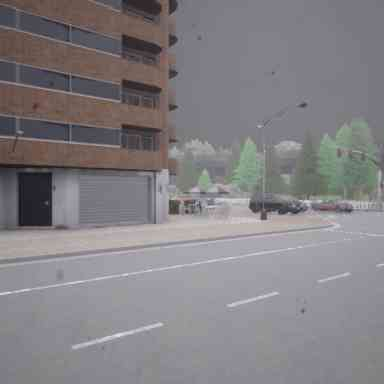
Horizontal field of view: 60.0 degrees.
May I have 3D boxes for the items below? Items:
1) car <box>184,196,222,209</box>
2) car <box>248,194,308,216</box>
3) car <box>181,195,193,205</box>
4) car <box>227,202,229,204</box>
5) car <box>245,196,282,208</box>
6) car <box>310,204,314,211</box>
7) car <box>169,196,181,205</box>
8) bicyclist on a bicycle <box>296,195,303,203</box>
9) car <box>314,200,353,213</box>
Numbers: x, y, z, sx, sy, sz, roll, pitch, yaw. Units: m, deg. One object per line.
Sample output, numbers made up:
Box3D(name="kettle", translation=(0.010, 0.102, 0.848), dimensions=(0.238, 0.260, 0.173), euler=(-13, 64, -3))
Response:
Box3D(name="car", translation=(1.310, 1.509, 41.659), dimensions=(1.994, 1.385, 4.181), euler=(0, 0, -38))
Box3D(name="car", translation=(8.075, 1.167, 32.595), dimensions=(2.150, 2.045, 5.566), euler=(0, 0, -36))
Box3D(name="car", translation=(-1.345, 1.296, 54.617), dimensions=(4.553, 1.767, 2.097), euler=(0, 0, 38))
Box3D(name="car", translation=(2.923, 1.545, 45.303), dimensions=(1.895, 1.301, 4.718), euler=(0, 0, -39))
Box3D(name="car", translation=(10.220, 1.436, 47.842), dimensions=(2.128, 1.511, 4.902), euler=(0, 0, -37))
Box3D(name="car", translation=(10.094, 1.450, 35.739), dimensions=(1.837, 1.490, 4.892), euler=(0, 0, -36))
Box3D(name="car", translation=(-4.817, 1.435, 52.598), dimensions=(4.902, 1.511, 2.128), euler=(0, 0, 32))
Box3D(name="bicyclist on a bicycle", translation=(15.323, 1.245, 47.313), dimensions=(1.656, 1.620, 0.582), euler=(0, 0, -36))
Box3D(name="car", translation=(14.858, 1.508, 35.509), dimensions=(1.994, 1.385, 4.181), euler=(0, 0, -36))
